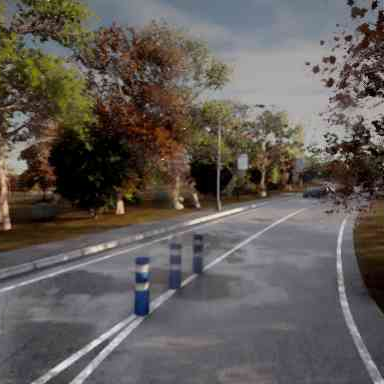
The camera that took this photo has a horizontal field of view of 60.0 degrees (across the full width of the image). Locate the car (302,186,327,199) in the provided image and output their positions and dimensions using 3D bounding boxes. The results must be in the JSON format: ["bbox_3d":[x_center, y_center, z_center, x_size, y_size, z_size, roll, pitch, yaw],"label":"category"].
[{"bbox_3d":[14.334,0.034,38.683,2.033,1.411,5.357,0,3,33],"label":"car"}]
